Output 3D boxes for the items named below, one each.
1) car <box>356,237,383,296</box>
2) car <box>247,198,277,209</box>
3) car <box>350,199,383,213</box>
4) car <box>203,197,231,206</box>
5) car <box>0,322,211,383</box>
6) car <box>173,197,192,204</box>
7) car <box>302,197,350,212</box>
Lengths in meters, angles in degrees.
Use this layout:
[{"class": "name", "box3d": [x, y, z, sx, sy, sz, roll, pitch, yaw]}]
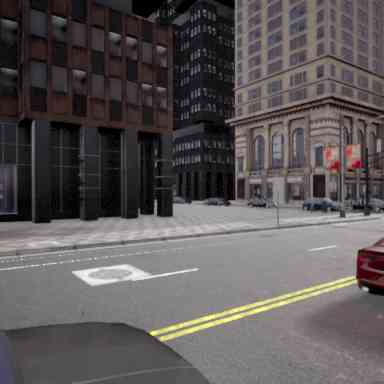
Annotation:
[{"class": "car", "box3d": [5.681, 1.474, 7.494, 5.008, 1.535, 1.882, 0, 0, -36]}, {"class": "car", "box3d": [9.673, 1.513, 45.363, 2.128, 1.511, 4.902, 0, 0, -35]}, {"class": "car", "box3d": [19.441, 1.489, 37.072, 2.128, 1.511, 4.902, -1, 0, -39]}, {"class": "car", "box3d": [3.982, 1.581, 53.429, 2.033, 1.411, 5.357, 0, 0, -35]}, {"class": "car", "box3d": [-2.334, 1.548, 1.779, 5.357, 1.411, 2.033, 0, 0, -35]}, {"class": "car", "box3d": [-2.128, 1.596, 62.138, 2.033, 1.411, 5.357, 0, 0, -35]}, {"class": "car", "box3d": [14.948, 1.364, 37.897, 2.097, 1.767, 4.553, 0, 0, -35]}]
